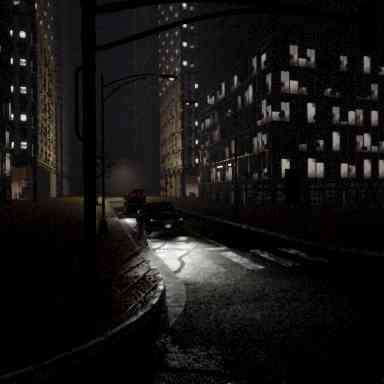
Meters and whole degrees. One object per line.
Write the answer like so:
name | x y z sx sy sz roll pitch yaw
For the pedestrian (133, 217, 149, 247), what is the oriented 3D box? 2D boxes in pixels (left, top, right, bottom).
pedestrian | -1.854 1.421 12.179 0.500 1.100 0.500 0 0 -16

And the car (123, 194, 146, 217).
car | -4.623 1.169 27.509 1.837 1.490 4.892 -1 1 -16

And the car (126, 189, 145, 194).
car | -8.317 0.543 50.499 2.150 2.045 5.566 -1 1 -16

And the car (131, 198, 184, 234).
car | -1.782 1.293 17.856 2.128 1.511 4.902 -1 1 -16

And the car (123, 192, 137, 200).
car | -11.354 0.739 60.773 1.994 1.385 4.181 -1 1 -16
